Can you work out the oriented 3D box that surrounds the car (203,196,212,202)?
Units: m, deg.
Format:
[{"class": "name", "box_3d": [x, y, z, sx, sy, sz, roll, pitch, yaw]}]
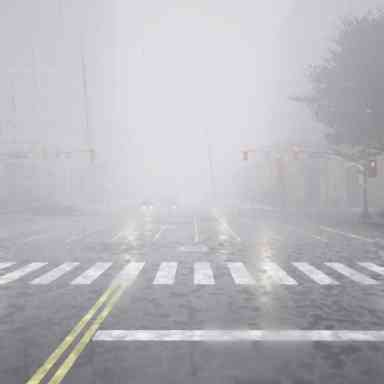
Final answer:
[{"class": "car", "box_3d": [3.683, 1.566, 77.965, 2.128, 1.511, 4.902, 0, 0, 1]}]

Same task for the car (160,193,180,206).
[{"class": "car", "box_3d": [-3.577, 1.381, 54.961, 2.097, 1.767, 4.553, 0, 0, 0]}]

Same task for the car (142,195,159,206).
[{"class": "car", "box_3d": [-7.076, 1.593, 55.308, 1.994, 1.385, 4.181, 0, 0, 0]}]

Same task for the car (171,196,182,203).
[{"class": "car", "box_3d": [-3.356, 1.565, 74.396, 2.128, 1.511, 4.902, 0, 0, 1]}]

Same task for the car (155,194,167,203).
[{"class": "car", "box_3d": [-6.862, 1.394, 73.867, 2.097, 1.767, 4.553, 0, 0, 1]}]

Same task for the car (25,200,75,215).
[{"class": "car", "box_3d": [-14.048, 1.543, 32.996, 4.674, 1.442, 1.812, 0, 0, 0]}]
